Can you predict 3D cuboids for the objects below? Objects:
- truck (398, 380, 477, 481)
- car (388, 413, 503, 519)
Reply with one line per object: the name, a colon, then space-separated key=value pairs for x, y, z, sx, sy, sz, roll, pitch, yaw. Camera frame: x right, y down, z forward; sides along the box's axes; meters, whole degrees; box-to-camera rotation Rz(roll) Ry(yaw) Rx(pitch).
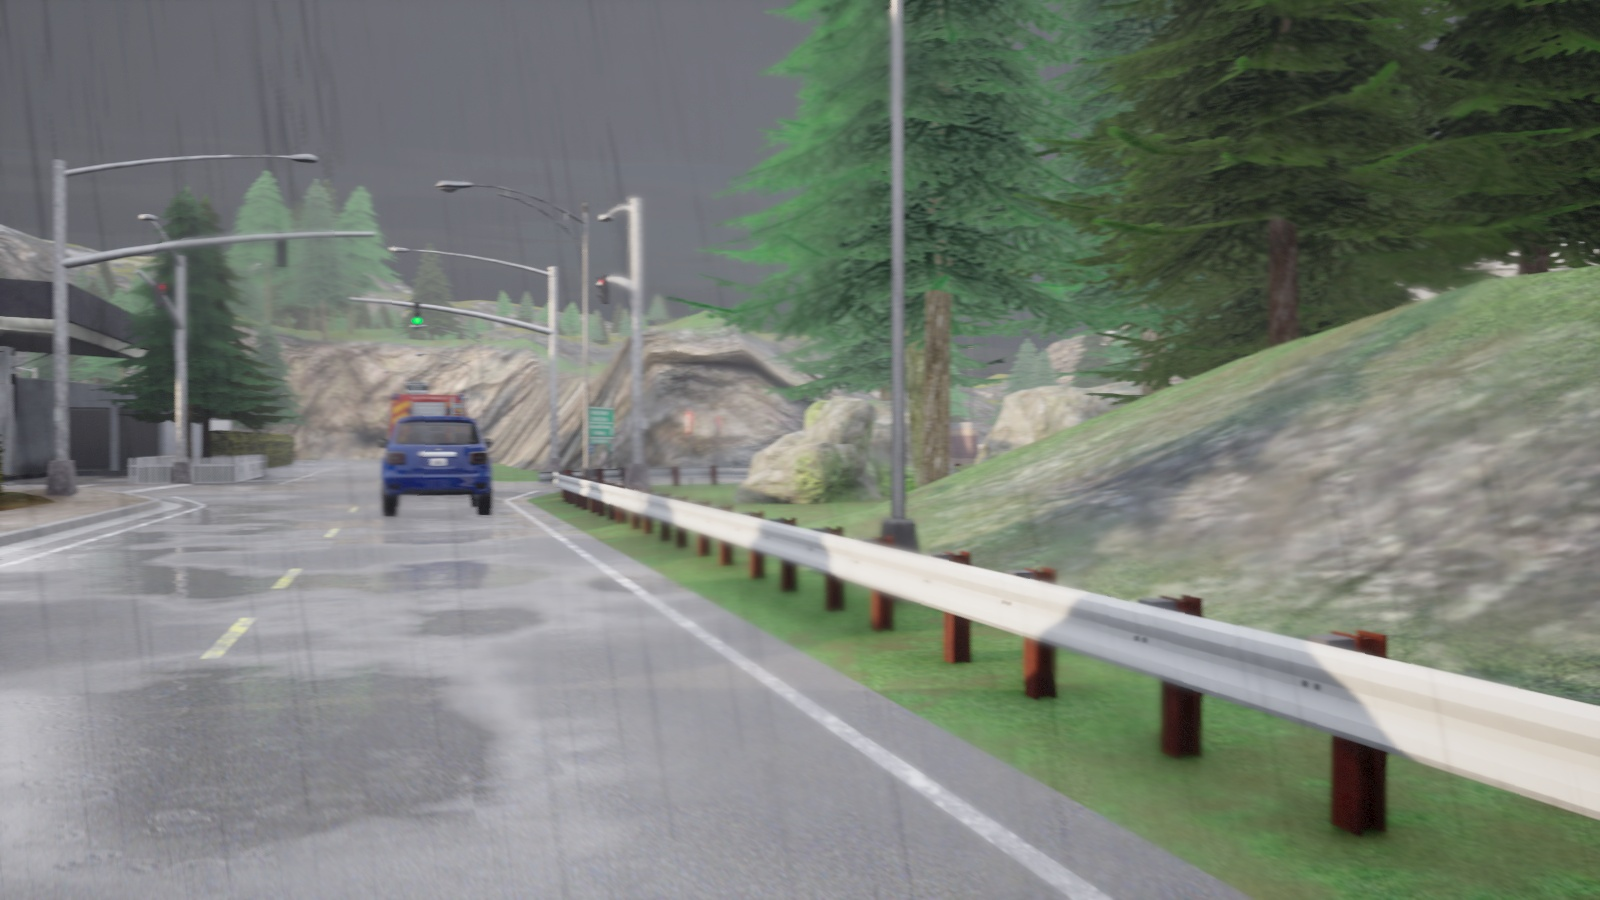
truck: x=-15.057 y=-0.750 z=52.082 sx=2.891 sy=3.827 sz=8.468 roll=0 pitch=0 yaw=-16
car: x=-7.699 y=0.295 z=27.204 sx=2.150 sy=2.045 sz=5.566 roll=0 pitch=0 yaw=-16
